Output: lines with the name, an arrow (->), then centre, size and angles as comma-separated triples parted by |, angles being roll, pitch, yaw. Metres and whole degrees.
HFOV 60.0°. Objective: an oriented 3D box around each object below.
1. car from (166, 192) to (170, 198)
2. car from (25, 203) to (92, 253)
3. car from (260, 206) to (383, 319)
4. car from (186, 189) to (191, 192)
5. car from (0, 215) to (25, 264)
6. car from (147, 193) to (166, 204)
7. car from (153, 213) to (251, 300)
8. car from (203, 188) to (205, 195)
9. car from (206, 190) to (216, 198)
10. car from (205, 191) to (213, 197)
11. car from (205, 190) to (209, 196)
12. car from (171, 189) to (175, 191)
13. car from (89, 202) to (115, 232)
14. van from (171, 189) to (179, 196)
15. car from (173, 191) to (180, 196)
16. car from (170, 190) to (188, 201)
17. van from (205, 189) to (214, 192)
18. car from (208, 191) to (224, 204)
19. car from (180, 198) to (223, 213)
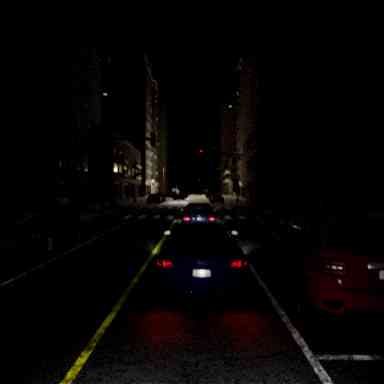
car -> -4.959, 0.811, 51.127 | 1.887, 1.381, 4.507 | 1, 1, 1
car -> -5.634, 1.362, 12.820 | 1.887, 1.381, 4.507 | 1, 1, 1
car -> 2.793, 1.209, 7.034 | 2.192, 1.841, 5.009 | 1, 1, 1
car -> -1.774, 0.591, 70.066 | 1.895, 1.301, 4.718 | 0, 1, 1
car -> -5.736, 1.426, 7.027 | 1.752, 1.417, 4.829 | 1, 1, 1
car -> -5.059, 0.893, 45.456 | 1.887, 1.381, 4.507 | 1, 1, 1
car -> 0.221, 1.444, 8.175 | 1.994, 1.385, 4.181 | 0, 1, 1
car -> 3.868, 0.336, 67.981 | 2.192, 1.841, 5.009 | 1, 1, 1
car -> 3.565, 0.844, 50.969 | 1.802, 1.307, 4.206 | 1, 1, 1
car -> 4.065, 0.443, 79.328 | 1.802, 1.307, 4.206 | 1, 1, 1
car -> 3.665, 0.763, 56.641 | 1.802, 1.307, 4.206 | 1, 1, 1
car -> -4.659, 0.607, 68.142 | 1.802, 1.307, 4.206 | 1, 1, 1
car -> -5.537, 1.264, 18.273 | 1.752, 1.417, 4.829 | 1, 1, 1
van -> -4.357, 0.127, 85.153 | 1.690, 1.788, 3.998 | 1, 1, 1
car -> -4.259, 0.289, 90.827 | 1.802, 1.307, 4.206 | 1, 1, 1
car -> -2.112, 0.812, 54.854 | 1.895, 1.301, 4.718 | 0, 1, 1
van -> 3.767, 0.442, 62.309 | 1.690, 1.788, 3.998 | 1, 1, 1
car -> 3.465, 0.926, 45.297 | 1.802, 1.307, 4.206 | 1, 1, 1
car -> 0.364, 1.283, 18.237 | 2.033, 1.411, 5.357 | 0, 1, 1
